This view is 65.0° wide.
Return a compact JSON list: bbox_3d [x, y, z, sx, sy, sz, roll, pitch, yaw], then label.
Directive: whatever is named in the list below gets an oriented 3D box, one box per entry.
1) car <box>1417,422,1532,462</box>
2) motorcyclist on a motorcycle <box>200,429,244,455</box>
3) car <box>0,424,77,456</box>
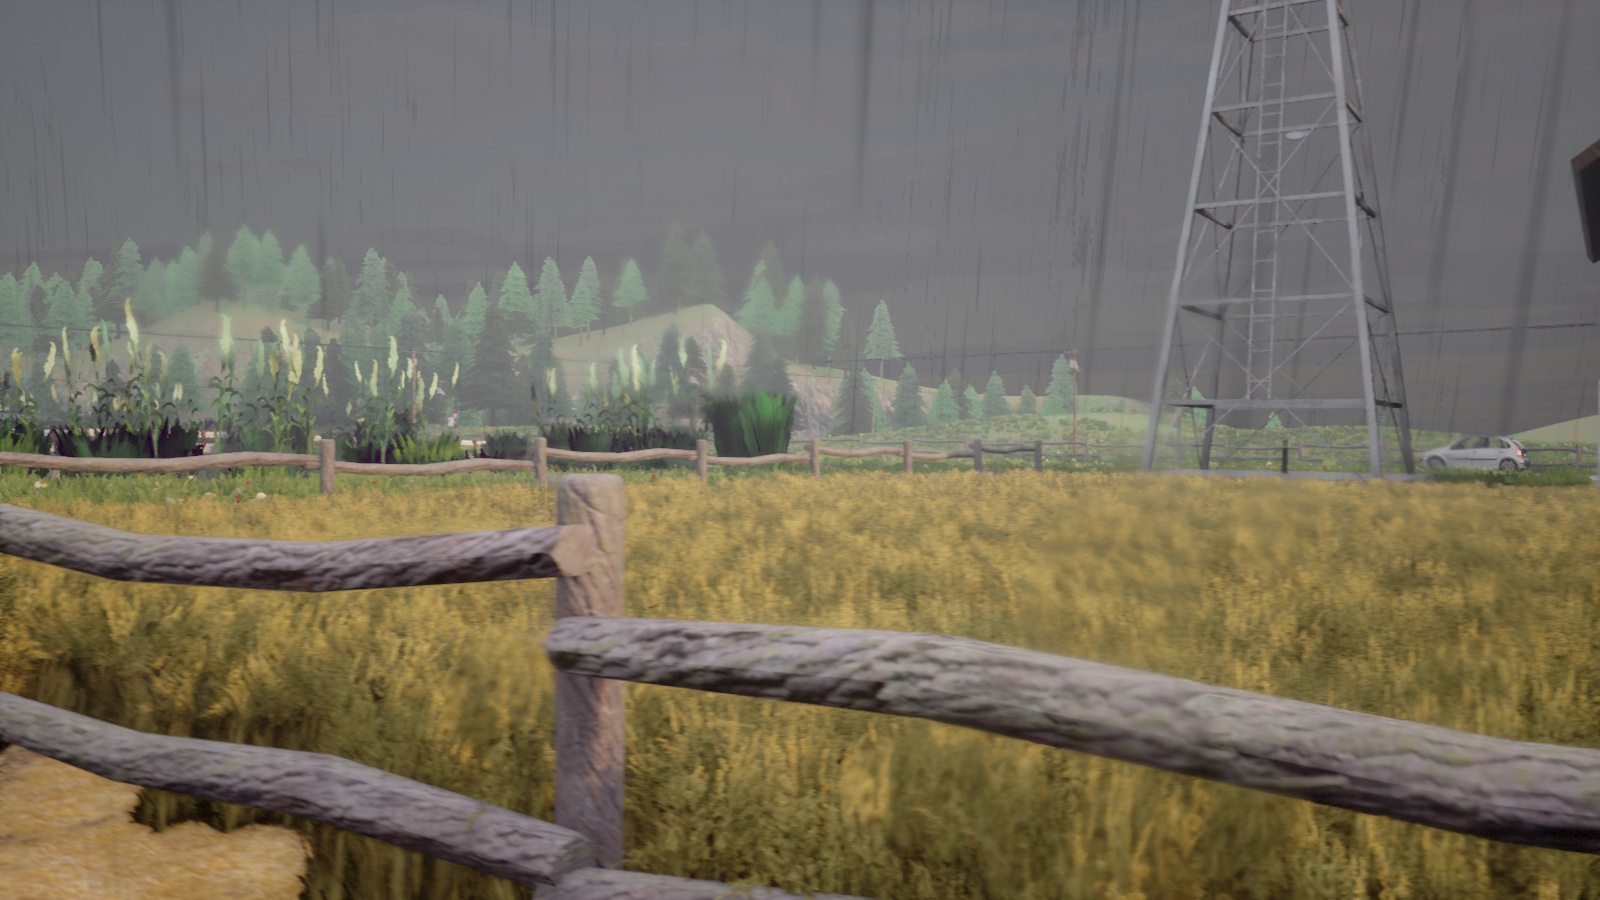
[{"bbox_3d":[28.448,-0.351,52.985,3.988,1.617,1.851,0,1,39],"label":"car"},{"bbox_3d":[-34.107,-0.466,74.117,0.866,1.530,2.191,0,-1,41],"label":"motorcyclist on a motorcycle"},{"bbox_3d":[-39.317,-0.511,62.917,1.882,1.535,5.008,0,1,41],"label":"car"}]
